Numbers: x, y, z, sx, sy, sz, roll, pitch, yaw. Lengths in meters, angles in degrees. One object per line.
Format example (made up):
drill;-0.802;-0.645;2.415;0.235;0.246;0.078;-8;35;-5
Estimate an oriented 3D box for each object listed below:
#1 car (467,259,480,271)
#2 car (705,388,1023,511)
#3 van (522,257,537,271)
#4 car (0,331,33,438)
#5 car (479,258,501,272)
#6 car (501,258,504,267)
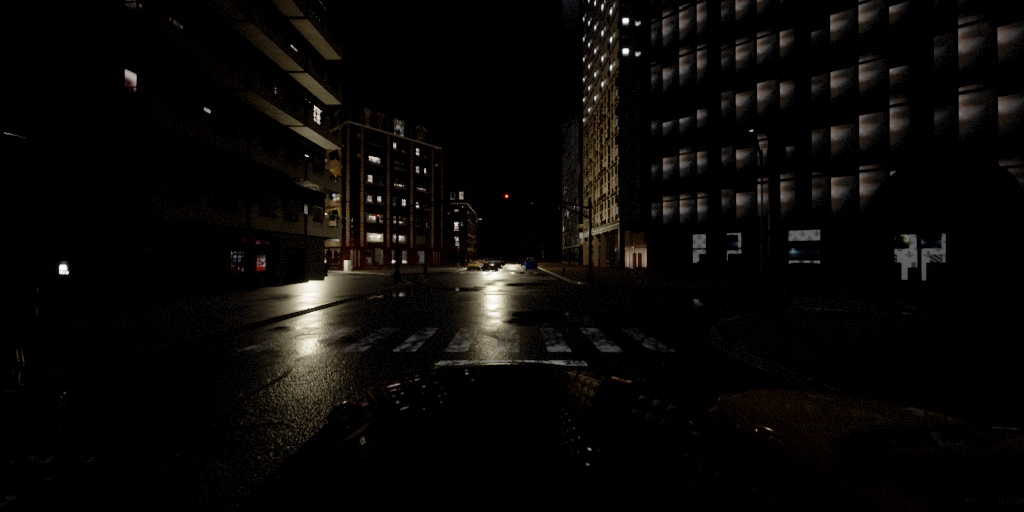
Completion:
car;-5.254;1.319;49.925;1.751;1.417;4.829;0;0;0
car;2.563;1.275;1.261;1.751;1.417;4.829;0;0;0
van;2.626;1.134;50.084;1.690;1.789;3.998;0;0;0
car;-5.318;1.065;1.095;2.192;1.841;5.009;0;0;0
car;-2.785;1.352;46.643;1.994;1.385;4.181;0;0;0
car;-2.750;1.418;61.178;1.895;1.301;4.718;0;0;0
